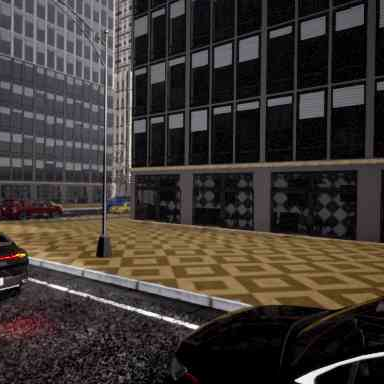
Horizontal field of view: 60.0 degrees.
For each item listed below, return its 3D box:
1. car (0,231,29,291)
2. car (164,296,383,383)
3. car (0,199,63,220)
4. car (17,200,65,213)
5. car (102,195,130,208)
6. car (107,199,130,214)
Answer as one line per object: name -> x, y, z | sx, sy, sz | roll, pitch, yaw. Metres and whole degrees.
car -> -5.730, 1.502, 7.800 | 4.892, 1.490, 1.837 | 0, 0, 36
car -> 1.988, 1.505, 2.257 | 4.892, 1.490, 1.837 | 0, 0, 36
car -> -14.164, 1.523, 29.662 | 2.192, 1.841, 5.009 | 1, 0, 37
car -> -17.630, 1.648, 39.049 | 1.752, 1.417, 4.829 | 1, 0, 37
car -> -9.636, 1.473, 45.458 | 2.150, 2.045, 5.566 | 1, 0, 36
car -> -7.335, 1.834, 38.850 | 1.752, 1.417, 4.829 | 1, 0, 37
